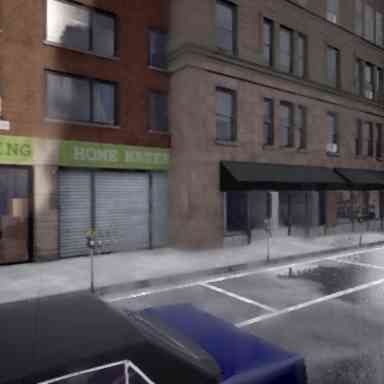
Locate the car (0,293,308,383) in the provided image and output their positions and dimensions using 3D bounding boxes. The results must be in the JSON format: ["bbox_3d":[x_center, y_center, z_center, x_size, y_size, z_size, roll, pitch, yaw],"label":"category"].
[{"bbox_3d":[-1.398,1.603,2.257,4.718,1.301,1.895,0,0,-36],"label":"car"}]
